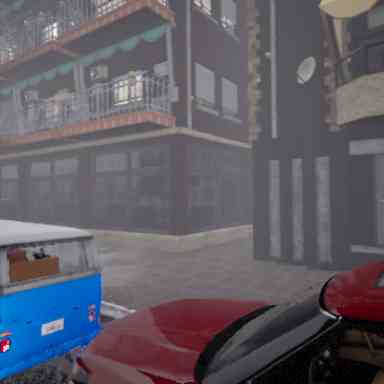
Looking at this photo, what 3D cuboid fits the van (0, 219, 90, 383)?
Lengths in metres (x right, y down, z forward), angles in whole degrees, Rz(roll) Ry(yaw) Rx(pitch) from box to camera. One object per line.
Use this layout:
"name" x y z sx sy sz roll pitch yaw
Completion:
"van" -3.107 1.307 4.917 3.998 1.788 1.690 0 -1 35

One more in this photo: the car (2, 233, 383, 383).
"car" 1.399 1.317 1.708 5.009 1.841 2.192 0 -1 35
